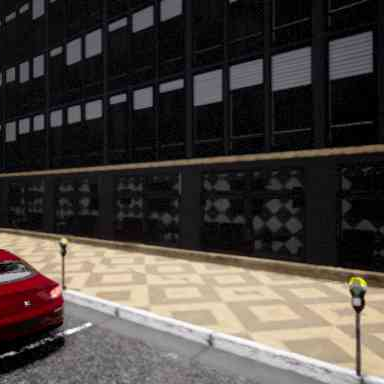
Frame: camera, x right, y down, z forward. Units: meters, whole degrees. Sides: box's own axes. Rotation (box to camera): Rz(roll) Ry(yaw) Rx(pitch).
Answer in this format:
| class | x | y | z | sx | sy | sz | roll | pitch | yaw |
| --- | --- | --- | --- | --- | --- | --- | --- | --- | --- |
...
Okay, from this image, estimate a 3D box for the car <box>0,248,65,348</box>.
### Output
| class | x | y | z | sx | sy | sz | roll | pitch | yaw |
| --- | --- | --- | --- | --- | --- | --- | --- | --- | --- |
| car | -3.833 | 1.590 | 5.572 | 4.206 | 1.307 | 1.802 | 0 | 0 | 36 |
